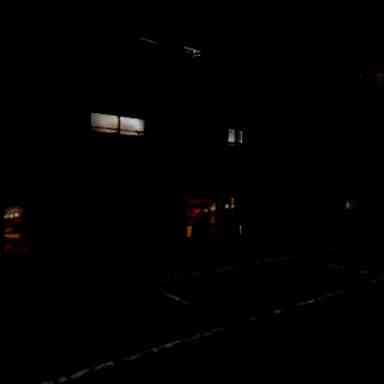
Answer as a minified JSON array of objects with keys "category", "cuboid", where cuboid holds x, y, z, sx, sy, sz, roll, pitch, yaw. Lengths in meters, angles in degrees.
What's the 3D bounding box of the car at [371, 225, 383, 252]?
[{"category":"car","cuboid":[8.577,1.561,12.682,4.313,1.339,1.947,0,0,-36]}]
